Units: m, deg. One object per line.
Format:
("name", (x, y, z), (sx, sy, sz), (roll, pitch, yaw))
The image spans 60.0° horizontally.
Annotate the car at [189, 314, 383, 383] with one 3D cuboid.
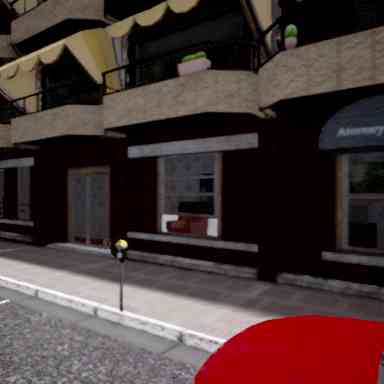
("car", (2.168, 1.304, 1.161), (5.009, 1.841, 2.192), (-1, 0, 36))
